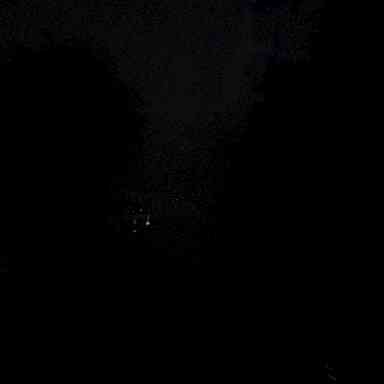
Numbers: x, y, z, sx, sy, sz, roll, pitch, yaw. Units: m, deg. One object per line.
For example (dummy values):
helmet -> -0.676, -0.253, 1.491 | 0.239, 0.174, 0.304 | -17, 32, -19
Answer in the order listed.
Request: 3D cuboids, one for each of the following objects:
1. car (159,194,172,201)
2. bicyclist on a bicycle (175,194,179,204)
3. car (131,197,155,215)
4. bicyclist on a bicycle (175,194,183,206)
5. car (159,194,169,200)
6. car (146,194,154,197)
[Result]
car -> -5.137, 1.208, 69.641 | 2.033, 1.411, 5.357 | 0, 0, -8
bicyclist on a bicycle -> -2.647, 1.216, 58.140 | 0.582, 1.620, 1.656 | 0, 0, -7
car -> -4.789, 1.468, 32.512 | 1.994, 1.385, 4.181 | 0, 0, -4
bicyclist on a bicycle -> -1.768, 1.253, 50.263 | 0.866, 1.612, 1.509 | 0, 0, -6
car -> -6.823, 1.107, 80.345 | 2.033, 1.411, 5.357 | 0, 1, -10
car -> -9.237, 1.136, 73.338 | 2.128, 1.511, 4.902 | 0, 0, -8
